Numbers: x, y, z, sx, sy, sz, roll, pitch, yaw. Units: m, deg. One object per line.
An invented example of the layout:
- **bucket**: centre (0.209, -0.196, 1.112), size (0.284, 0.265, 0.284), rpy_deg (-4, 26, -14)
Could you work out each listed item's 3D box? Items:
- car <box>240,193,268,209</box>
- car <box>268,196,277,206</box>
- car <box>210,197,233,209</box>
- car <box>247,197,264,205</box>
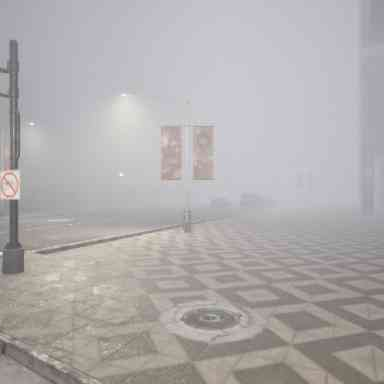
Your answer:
- **car**: centre (8.297, 1.188, 45.768), size (2.150, 2.045, 5.566), rpy_deg (0, 0, 27)
- **car**: centre (12.817, 1.448, 55.095), size (2.128, 1.511, 4.902), rpy_deg (0, 0, 26)
- **car**: centre (3.948, 1.478, 44.133), size (1.837, 1.490, 4.892), rpy_deg (0, 0, 26)
- **car**: centre (11.411, 1.558, 59.401), size (1.895, 1.301, 4.718), rpy_deg (0, 0, 26)
